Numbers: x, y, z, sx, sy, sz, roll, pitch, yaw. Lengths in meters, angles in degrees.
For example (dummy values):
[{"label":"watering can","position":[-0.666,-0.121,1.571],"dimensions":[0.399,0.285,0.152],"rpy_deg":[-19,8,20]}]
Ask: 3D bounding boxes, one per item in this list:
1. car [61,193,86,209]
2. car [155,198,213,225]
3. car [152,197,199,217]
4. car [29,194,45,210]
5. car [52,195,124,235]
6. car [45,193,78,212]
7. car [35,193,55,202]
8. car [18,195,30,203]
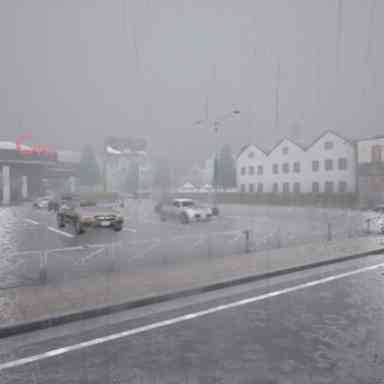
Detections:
[{"label":"car","position":[-14.876,1.068,41.676],"dimensions":[1.905,1.878,3.866],"rpy_deg":[0,0,-36]},{"label":"car","position":[-0.404,1.223,21.378],"dimensions":[1.970,1.475,3.806],"rpy_deg":[0,0,-36]},{"label":"car","position":[-1.517,1.282,29.244],"dimensions":[2.007,1.523,4.514],"rpy_deg":[0,0,-36]},{"label":"car","position":[-17.937,1.359,40.242],"dimensions":[1.970,1.475,3.806],"rpy_deg":[0,0,-36]},{"label":"car","position":[-5.441,1.158,17.387],"dimensions":[2.152,1.636,5.027],"rpy_deg":[0,0,-36]},{"label":"car","position":[-12.982,1.095,33.362],"dimensions":[1.932,1.855,4.605],"rpy_deg":[0,0,-36]},{"label":"car","position":[-33.934,1.294,76.800],"dimensions":[3.866,1.878,1.905],"rpy_deg":[0,0,-36]},{"label":"car","position":[-34.177,1.470,69.672],"dimensions":[4.611,1.667,2.242],"rpy_deg":[0,0,-36]}]
